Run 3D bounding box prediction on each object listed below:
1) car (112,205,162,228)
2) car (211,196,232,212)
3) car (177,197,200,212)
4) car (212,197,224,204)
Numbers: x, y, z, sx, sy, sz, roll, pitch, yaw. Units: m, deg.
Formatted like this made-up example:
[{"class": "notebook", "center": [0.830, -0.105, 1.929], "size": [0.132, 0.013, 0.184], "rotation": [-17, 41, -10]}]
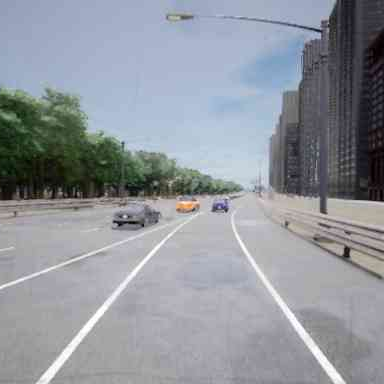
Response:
[{"class": "car", "center": [-3.543, 1.542, 22.262], "size": [2.033, 1.411, 5.357], "rotation": [0, 0, 10]}, {"class": "car", "center": [3.562, 1.632, 40.836], "size": [1.812, 1.442, 4.674], "rotation": [0, 0, 10]}, {"class": "car", "center": [-0.354, 1.417, 39.631], "size": [2.097, 1.767, 4.553], "rotation": [1, 0, 10]}, {"class": "car", "center": [5.767, 1.745, 73.133], "size": [2.033, 1.411, 5.357], "rotation": [1, 0, 10]}]
